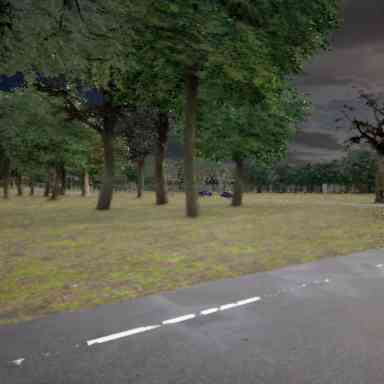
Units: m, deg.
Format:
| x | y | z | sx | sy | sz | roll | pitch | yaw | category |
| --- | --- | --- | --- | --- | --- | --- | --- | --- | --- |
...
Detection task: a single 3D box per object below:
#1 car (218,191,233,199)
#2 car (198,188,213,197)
| x | y | z | sx | sy | sz | roll | pitch | yaw | category |
| --- | --- | --- | --- | --- | --- | --- | --- | --- | --- |
| 7.335 | 0.584 | 67.901 | 1.837 | 1.490 | 4.892 | 2 | -1 | -35 | car |
| 2.367 | 0.103 | 74.770 | 2.150 | 2.045 | 5.566 | 2 | -1 | -36 | car |
